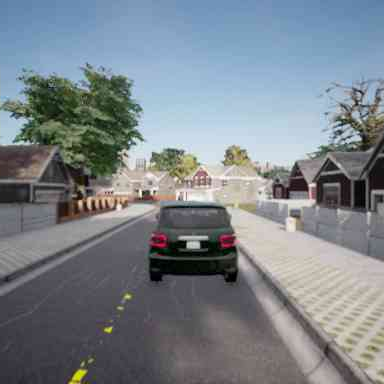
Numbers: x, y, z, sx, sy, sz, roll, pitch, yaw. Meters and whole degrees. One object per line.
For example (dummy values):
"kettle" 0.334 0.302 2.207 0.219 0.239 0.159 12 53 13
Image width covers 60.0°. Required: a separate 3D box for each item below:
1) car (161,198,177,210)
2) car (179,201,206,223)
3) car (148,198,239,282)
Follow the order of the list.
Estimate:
"car" -3.195 1.543 45.110 2.033 1.411 5.357 0 0 -6
"car" 0.069 1.545 27.166 2.033 1.411 5.357 0 0 0
"car" 0.050 1.223 9.854 2.150 2.045 5.566 0 0 0
